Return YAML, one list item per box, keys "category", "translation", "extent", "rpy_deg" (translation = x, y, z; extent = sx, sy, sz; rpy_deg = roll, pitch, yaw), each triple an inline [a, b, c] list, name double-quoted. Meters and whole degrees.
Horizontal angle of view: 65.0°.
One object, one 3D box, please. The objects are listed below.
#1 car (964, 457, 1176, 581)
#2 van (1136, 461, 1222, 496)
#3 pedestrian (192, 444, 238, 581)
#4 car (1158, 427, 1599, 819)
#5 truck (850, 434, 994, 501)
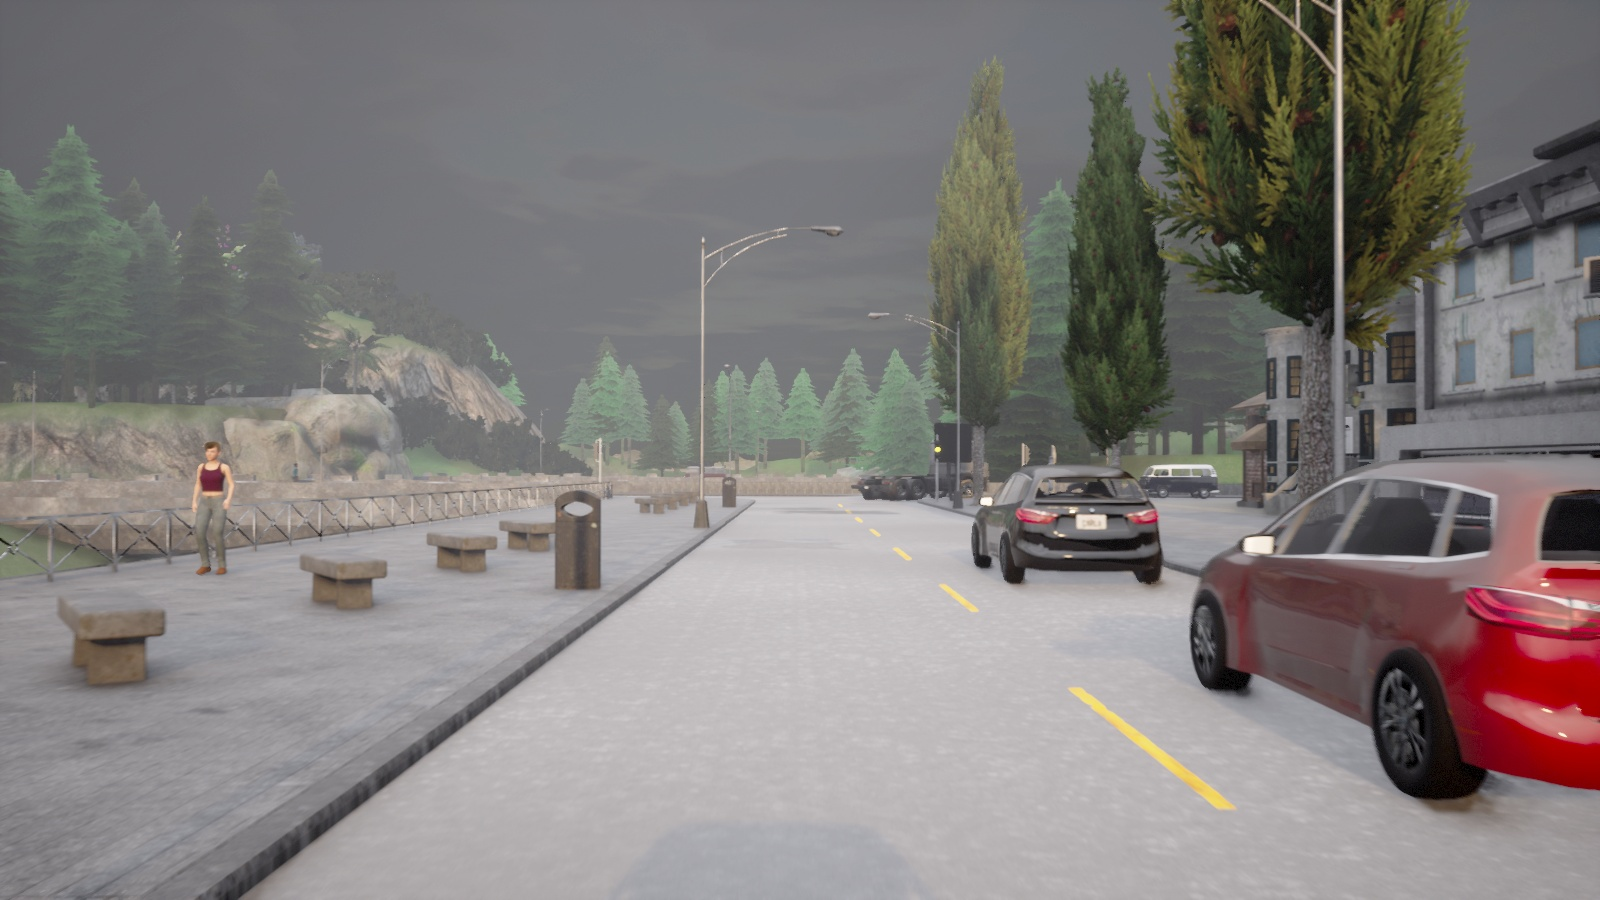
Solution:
- category: "car"
  translation: [3.948, 0.966, 19.292]
  extent: [2.242, 1.667, 4.611]
  rpy_deg: [0, -1, 0]
- category: "van"
  translation: [22.658, 1.706, 75.197]
  extent: [4.480, 2.038, 2.069]
  rpy_deg: [0, -1, 0]
- category: "pedestrian"
  translation: [-8.009, 0.845, 17.203]
  extent: [0.345, 1.836, 0.594]
  rpy_deg: [0, -1, 0]
- category: "car"
  translation: [3.978, 0.771, 7.667]
  extent: [2.242, 1.667, 4.611]
  rpy_deg: [0, -1, 0]
- category: "truck"
  translation: [6.786, 0.961, 69.086]
  extent: [7.936, 3.462, 2.891]
  rpy_deg: [0, -1, -36]
